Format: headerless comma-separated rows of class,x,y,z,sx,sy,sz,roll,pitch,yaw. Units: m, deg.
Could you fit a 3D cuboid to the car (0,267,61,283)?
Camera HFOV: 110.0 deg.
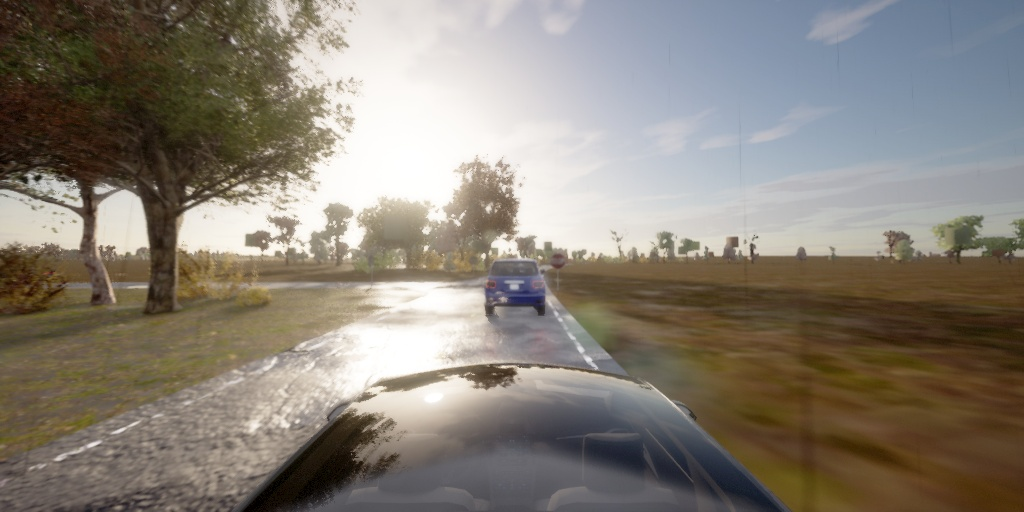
car,-41.604,1.626,30.638,4.892,1.490,1.837,0,-1,2

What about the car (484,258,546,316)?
car,0.163,1.110,14.328,2.150,2.045,5.566,0,0,2
